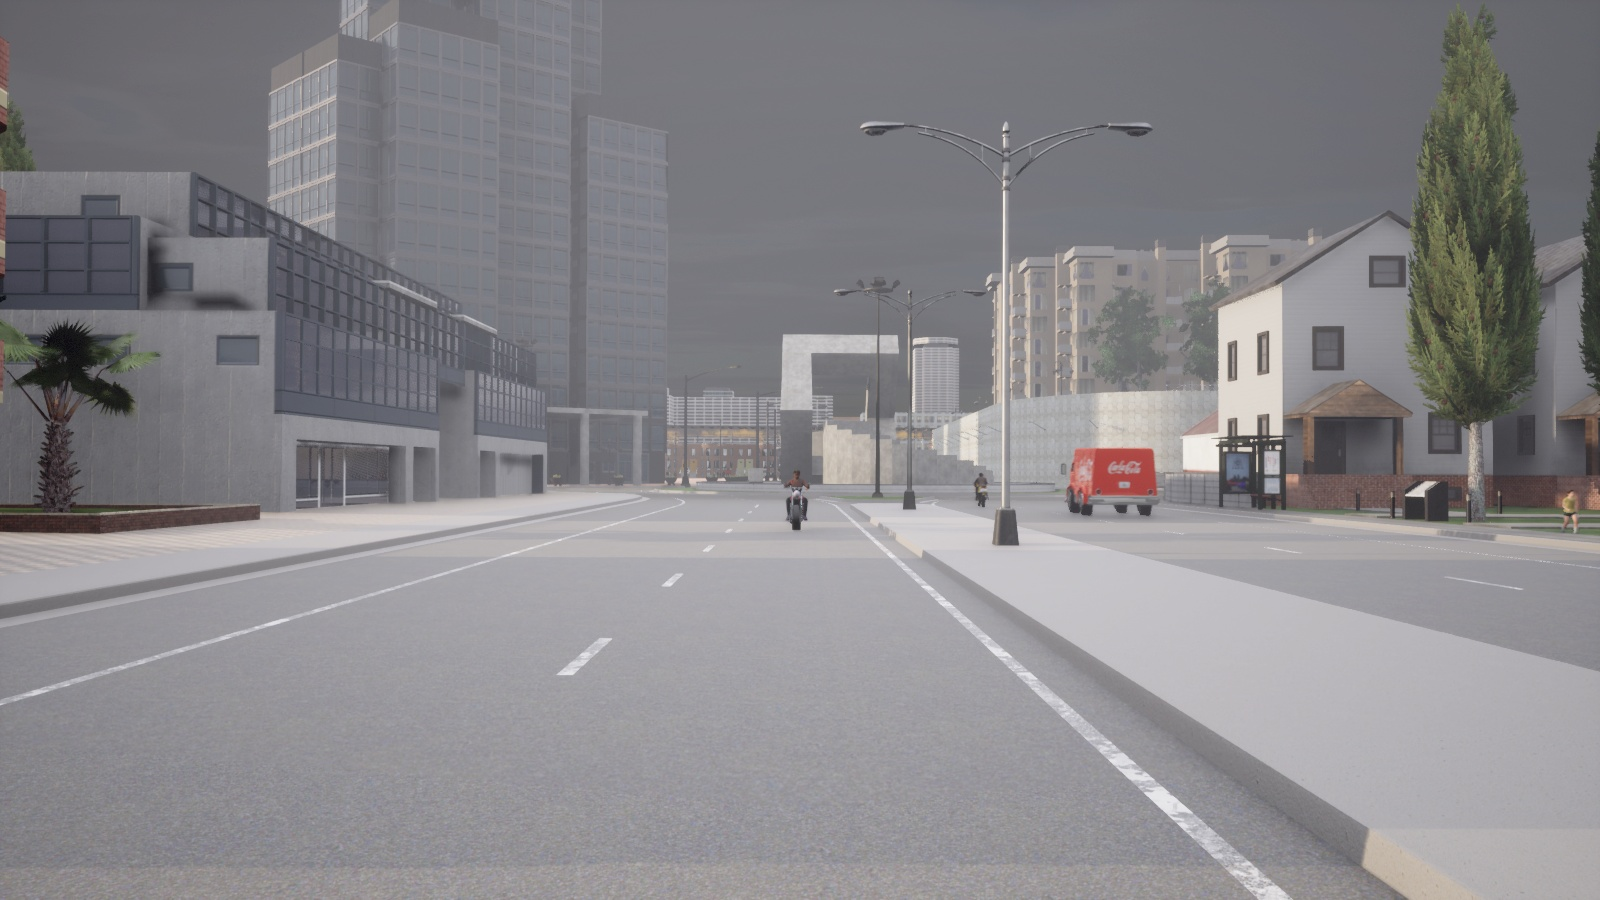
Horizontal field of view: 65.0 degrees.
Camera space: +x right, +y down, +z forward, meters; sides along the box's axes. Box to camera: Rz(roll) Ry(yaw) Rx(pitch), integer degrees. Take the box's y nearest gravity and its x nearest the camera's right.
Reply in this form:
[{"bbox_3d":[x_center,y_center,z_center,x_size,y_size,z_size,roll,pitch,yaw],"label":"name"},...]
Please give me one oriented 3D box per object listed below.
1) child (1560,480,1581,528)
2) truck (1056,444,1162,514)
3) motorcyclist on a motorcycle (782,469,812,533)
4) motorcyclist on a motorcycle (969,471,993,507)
[{"bbox_3d":[18.218,1.272,29.698,0.255,1.110,0.394,0,-1,5],"label":"child"},{"bbox_3d":[11.393,1.064,46.683,2.627,2.467,5.204,0,-1,0],"label":"truck"},{"bbox_3d":[-0.075,1.323,33.312,0.766,1.649,2.350,0,-1,0],"label":"motorcyclist on a motorcycle"},{"bbox_3d":[7.924,1.686,54.957,0.797,1.523,2.044,0,-1,1],"label":"motorcyclist on a motorcycle"}]
